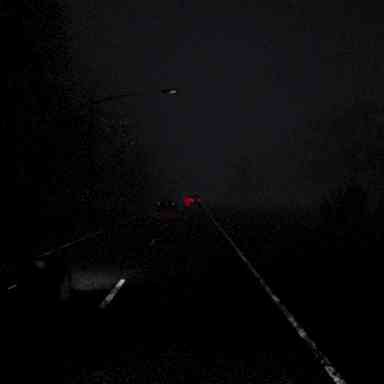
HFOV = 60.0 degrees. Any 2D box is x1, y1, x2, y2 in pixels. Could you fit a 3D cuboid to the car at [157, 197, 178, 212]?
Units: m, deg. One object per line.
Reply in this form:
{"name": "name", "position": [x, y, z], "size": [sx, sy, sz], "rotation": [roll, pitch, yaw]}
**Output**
{"name": "car", "position": [-2.742, 1.308, 38.158], "size": [2.097, 1.767, 4.553], "rotation": [0, 0, 2]}

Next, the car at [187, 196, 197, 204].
{"name": "car", "position": [0.008, 1.460, 60.674], "size": [1.812, 1.442, 4.674], "rotation": [0, 0, 0]}

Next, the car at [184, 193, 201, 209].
{"name": "car", "position": [0.104, 1.172, 45.624], "size": [2.150, 2.045, 5.566], "rotation": [0, 0, 0]}

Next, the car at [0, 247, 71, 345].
{"name": "car", "position": [-3.400, 1.519, 4.982], "size": [1.812, 1.442, 4.674], "rotation": [0, 0, 0]}
